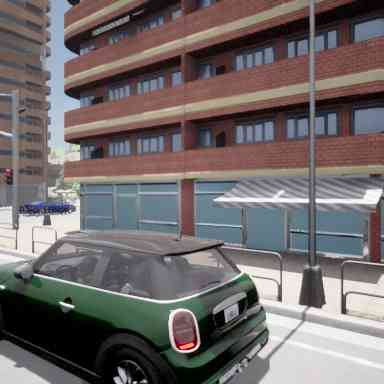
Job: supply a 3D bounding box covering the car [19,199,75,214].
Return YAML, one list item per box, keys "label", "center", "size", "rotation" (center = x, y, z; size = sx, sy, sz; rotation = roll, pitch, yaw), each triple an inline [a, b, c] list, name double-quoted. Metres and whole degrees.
- label: "car"
  center: [-13.897, 1.487, 32.716]
  size: [1.882, 1.535, 5.008]
  rotation: [0, 0, 36]

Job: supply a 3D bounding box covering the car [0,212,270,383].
- label: "car"
  center: [-1.291, 1.353, 4.915]
  size: [4.553, 1.767, 2.097]
  rotation: [0, 0, 36]
